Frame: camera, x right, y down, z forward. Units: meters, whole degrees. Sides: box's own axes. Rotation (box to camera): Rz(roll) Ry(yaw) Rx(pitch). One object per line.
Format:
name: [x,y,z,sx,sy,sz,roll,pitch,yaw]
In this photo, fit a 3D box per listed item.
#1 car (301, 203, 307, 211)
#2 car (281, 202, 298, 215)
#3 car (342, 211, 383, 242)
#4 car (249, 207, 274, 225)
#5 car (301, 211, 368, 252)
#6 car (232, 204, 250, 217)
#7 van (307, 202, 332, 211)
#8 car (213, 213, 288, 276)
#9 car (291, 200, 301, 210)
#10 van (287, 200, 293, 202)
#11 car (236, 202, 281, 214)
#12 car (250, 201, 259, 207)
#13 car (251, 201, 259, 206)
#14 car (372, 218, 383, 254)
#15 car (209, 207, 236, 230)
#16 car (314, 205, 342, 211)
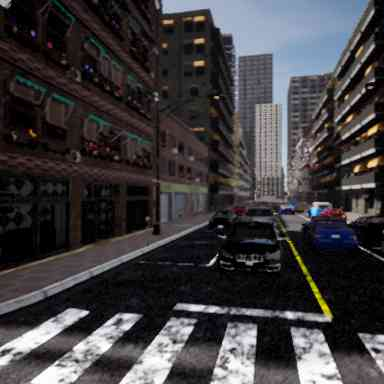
car: [14.193,2.256,38.731,1.947,1.339,4.313,-1,-1,13]
car: [13.205,2.411,46.113,1.895,1.301,4.718,0,-1,13]
car: [9.345,1.882,17.178,1.947,1.339,4.313,0,-1,13]
car: [6.254,2.076,29.774,1.994,1.385,4.181,0,-1,12]
car: [6.216,1.823,15.408,2.033,1.411,5.357,0,-1,14]
car: [6.019,2.236,40.582,1.887,1.381,4.507,0,-1,13]
van: [12.980,1.938,33.346,1.690,1.788,3.998,0,-1,13]
car: [2.076,1.697,11.237,1.837,1.490,4.892,0,-1,13]
car: [17.865,2.503,55.061,1.752,1.417,4.829,-1,-1,13]
van: [20.251,2.507,65.675,1.690,1.788,3.998,-1,-1,13]
car: [4.065,1.696,20.045,2.097,1.767,4.553,0,-1,13]
car: [15.714,3.020,83.686,1.947,1.339,4.313,-1,-1,13]
car: [16.926,3.096,89.074,1.887,1.381,4.507,-1,-1,13]
car: [8.134,1.805,11.790,1.802,1.307,4.206,0,-1,13]
car: [2.383,1.975,24.418,1.947,1.339,4.313,0,-1,13]
car: [11.769,2.047,27.955,1.887,1.381,4.507,0,-1,13]
